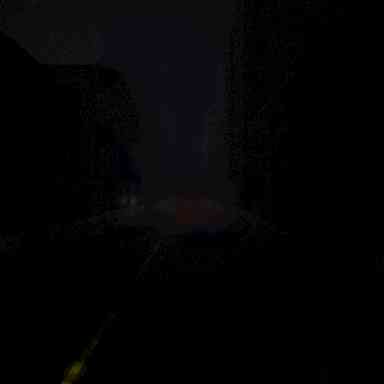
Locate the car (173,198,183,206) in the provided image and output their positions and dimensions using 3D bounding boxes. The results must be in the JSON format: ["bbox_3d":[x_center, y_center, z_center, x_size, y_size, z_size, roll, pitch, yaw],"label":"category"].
[{"bbox_3d":[-2.969,2.148,70.975,1.837,1.490,4.892,0,-1,0],"label":"car"}]

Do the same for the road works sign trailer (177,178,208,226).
[{"bbox_3d":[0.012,0.701,25.513,2.380,3.560,2.880,0,-1,0],"label":"road works sign trailer"}]
